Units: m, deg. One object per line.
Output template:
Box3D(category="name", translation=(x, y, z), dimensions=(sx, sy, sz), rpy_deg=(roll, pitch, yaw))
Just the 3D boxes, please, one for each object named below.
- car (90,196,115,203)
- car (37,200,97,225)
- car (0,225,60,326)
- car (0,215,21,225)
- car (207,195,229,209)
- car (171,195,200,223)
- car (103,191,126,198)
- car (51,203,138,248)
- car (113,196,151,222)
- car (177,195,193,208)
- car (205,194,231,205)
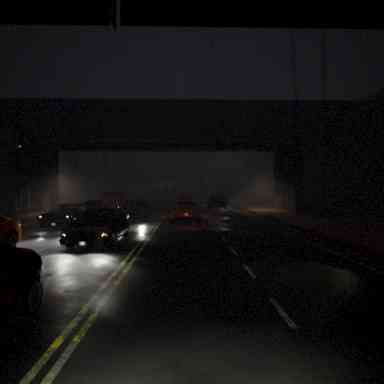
Box3D(category="car", translation=(-7.580, 1.300, 25.775), dimensions=(1.812, 1.442, 4.674), rpy_deg=(0, 1, -1))
Box3D(category="car", translation=(-7.545, 1.409, 20.182), dimensions=(1.895, 1.301, 4.718), rpy_deg=(0, 1, -1))
Box3D(category="car", translation=(-3.682, 1.481, 4.629), dimensions=(1.812, 1.442, 4.674), rpy_deg=(0, 0, -1))
Box3D(category="car", translation=(-7.321, 1.379, 10.476), dimensions=(1.882, 1.535, 5.008), rpy_deg=(0, 1, -1))
Box3D(category="car", translation=(2.745, 1.114, 37.636), dimensions=(1.882, 1.535, 5.008), rpy_deg=(0, 0, -1))
Box3D(category="car", translation=(-0.426, 1.250, 23.552), dimensions=(1.882, 1.535, 5.008), rpy_deg=(0, 0, -1))
Box3D(category="car", translation=(-7.823, 0.900, 33.344), dimensions=(2.150, 2.045, 5.566), rpy_deg=(0, 1, -2))
Box3D(category="car", translation=(-3.908, 1.409, 14.405), dimensions=(2.033, 1.411, 5.357), rpy_deg=(0, 1, -1))
Box3D(category="car", translation=(-4.136, 1.243, 24.418), dimensions=(1.882, 1.535, 5.008), rpy_deg=(0, 1, -1))
Box3D(category="car", translation=(-0.847, 1.134, 40.716), dimensions=(1.812, 1.442, 4.674), rpy_deg=(0, 1, -2))
Box3D(category="car", translation=(3.895, 1.076, 48.716), dimensions=(2.033, 1.411, 5.357), rpy_deg=(0, 1, 24))
